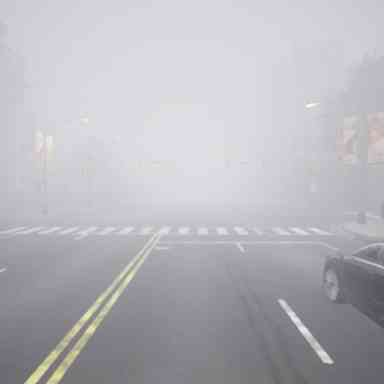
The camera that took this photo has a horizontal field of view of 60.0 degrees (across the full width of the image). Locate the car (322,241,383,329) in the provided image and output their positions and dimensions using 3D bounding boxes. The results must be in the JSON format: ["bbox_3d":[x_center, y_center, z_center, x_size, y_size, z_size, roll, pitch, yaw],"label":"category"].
[{"bbox_3d":[3.604,1.438,5.024,2.128,1.511,4.902,0,1,1],"label":"car"}]

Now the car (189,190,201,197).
[{"bbox_3d":[0.904,0.566,93.528,2.033,1.411,5.357,0,1,1],"label":"car"}]
